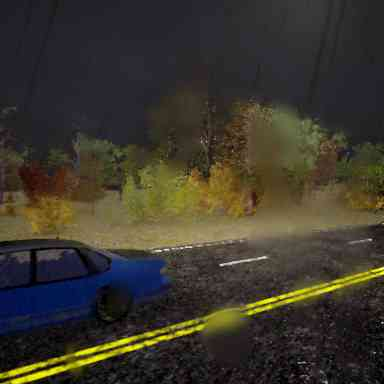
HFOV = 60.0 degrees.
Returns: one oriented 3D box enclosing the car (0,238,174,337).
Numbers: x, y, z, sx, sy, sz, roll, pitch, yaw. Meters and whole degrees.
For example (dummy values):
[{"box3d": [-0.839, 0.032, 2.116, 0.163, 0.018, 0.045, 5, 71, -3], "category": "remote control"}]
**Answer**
[{"box3d": [-2.938, 1.545, 5.577, 5.357, 1.411, 2.033, 0, 0, -35], "category": "car"}]
